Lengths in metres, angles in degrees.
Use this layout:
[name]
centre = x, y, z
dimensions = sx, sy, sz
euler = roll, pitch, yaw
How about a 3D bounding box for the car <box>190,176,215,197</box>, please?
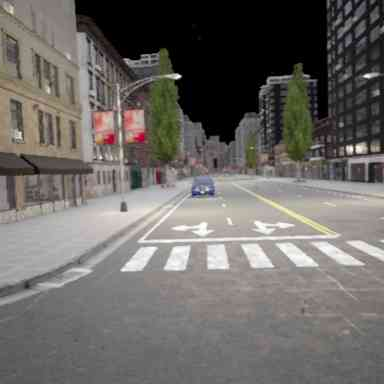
[car]
centre = 1.096, -0.553, 33.175
dimensions = 2.150, 2.045, 5.566
euler = -2, 5, 3
